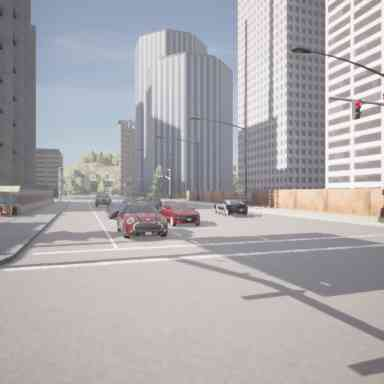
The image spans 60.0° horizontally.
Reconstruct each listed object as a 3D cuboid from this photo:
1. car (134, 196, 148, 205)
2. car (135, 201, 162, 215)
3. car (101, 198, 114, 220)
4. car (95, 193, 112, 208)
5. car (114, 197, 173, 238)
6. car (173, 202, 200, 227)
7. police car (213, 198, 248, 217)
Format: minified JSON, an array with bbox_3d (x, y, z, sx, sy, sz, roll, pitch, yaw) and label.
[{"bbox_3d":[-9.109,1.526,59.344,1.812,1.442,4.674,0,0,-18],"label":"car"},{"bbox_3d":[-4.610,1.601,34.412,1.895,1.301,4.718,0,0,-18],"label":"car"},{"bbox_3d":[-6.311,1.548,28.425,2.033,1.411,5.357,0,0,-18],"label":"car"},{"bbox_3d":[-13.419,1.226,50.076,2.150,2.045,5.566,0,0,-18],"label":"car"},{"bbox_3d":[-2.722,1.352,17.635,2.097,1.767,4.553,0,0,-18],"label":"car"},{"bbox_3d":[-0.948,1.478,23.388,1.882,1.535,5.008,0,0,-18],"label":"car"},{"bbox_3d":[3.603,1.425,32.206,1.930,1.638,5.238,0,0,-18],"label":"police car"}]
